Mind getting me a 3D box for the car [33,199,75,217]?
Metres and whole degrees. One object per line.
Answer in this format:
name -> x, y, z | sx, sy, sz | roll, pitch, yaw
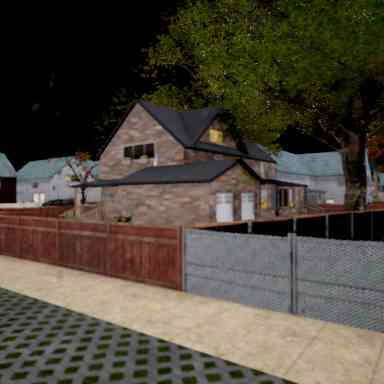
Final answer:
car -> -14.255, 1.769, 34.793 | 2.150, 2.045, 5.566 | -1, -1, 37
